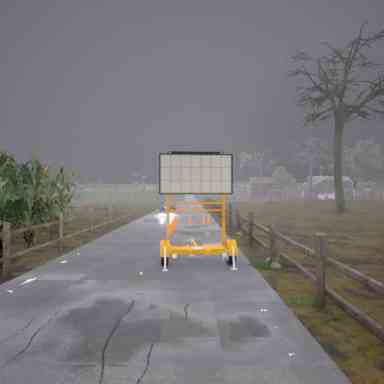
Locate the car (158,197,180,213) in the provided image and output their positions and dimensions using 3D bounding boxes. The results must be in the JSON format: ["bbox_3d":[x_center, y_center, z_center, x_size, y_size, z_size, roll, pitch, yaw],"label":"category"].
[{"bbox_3d":[-2.837,1.588,38.835,2.128,1.511,4.902,0,0,0],"label":"car"}]

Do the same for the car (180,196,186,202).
[{"bbox_3d":[-2.719,1.977,90.612,1.837,1.490,4.892,0,-1,0],"label":"car"}]

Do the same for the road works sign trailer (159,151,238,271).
[{"bbox_3d":[0.115,0.476,10.977,2.380,3.560,2.880,0,0,-5],"label":"road works sign trailer"}]
